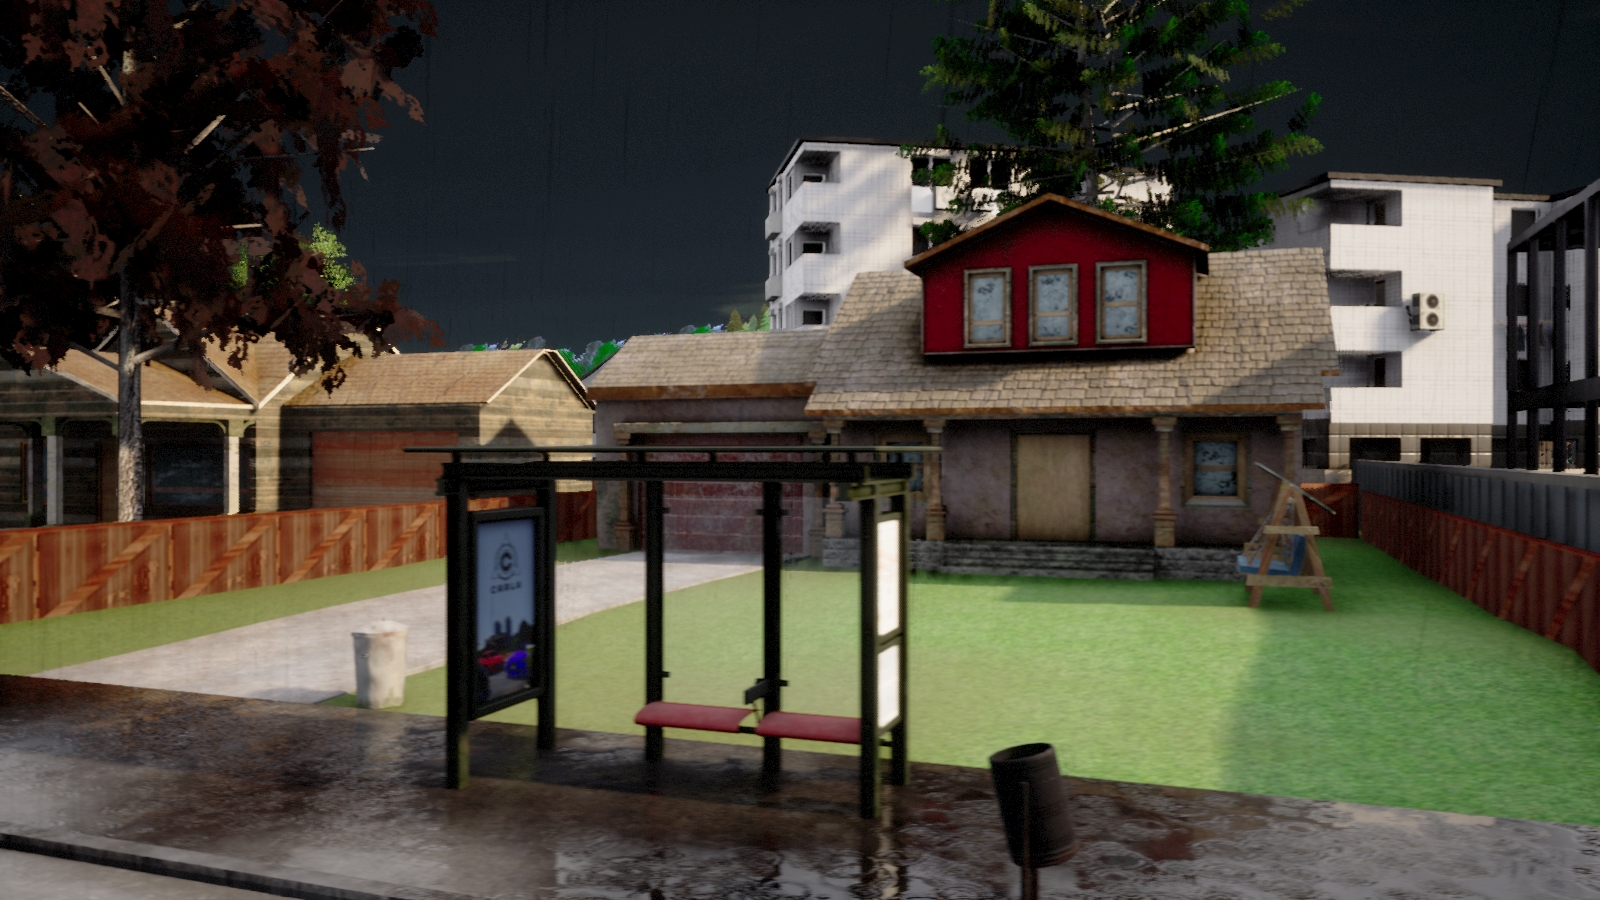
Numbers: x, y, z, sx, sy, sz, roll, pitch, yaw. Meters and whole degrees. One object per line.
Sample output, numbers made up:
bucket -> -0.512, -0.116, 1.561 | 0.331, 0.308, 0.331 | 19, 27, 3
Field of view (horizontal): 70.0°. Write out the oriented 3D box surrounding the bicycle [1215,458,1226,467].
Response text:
bicycle -> 70.354, 2.060, 191.110 | 1.835, 1.471, 0.329 | 0, 0, 20
